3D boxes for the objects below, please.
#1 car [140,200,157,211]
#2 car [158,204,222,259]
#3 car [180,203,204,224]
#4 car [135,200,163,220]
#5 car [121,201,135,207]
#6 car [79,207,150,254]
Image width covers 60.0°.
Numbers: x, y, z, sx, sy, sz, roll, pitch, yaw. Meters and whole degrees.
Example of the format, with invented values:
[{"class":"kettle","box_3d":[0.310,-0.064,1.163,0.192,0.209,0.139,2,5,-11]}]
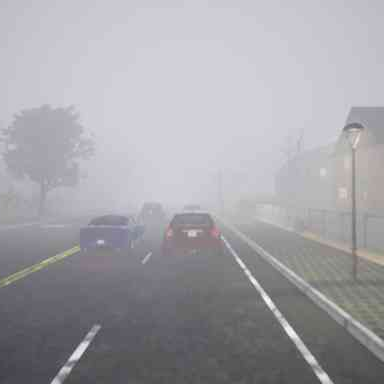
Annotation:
[{"class":"car","box_3d":[-6.525,2.037,50.828,1.882,1.535,5.008,0,-1,0]},{"class":"car","box_3d":[0.023,1.495,13.444,2.097,1.767,4.553,0,-1,0]},{"class":"car","box_3d":[0.029,1.793,29.265,1.882,1.535,5.008,0,0,0]},{"class":"car","box_3d":[-3.226,1.658,28.444,2.097,1.767,4.553,0,-1,0]},{"class":"car","box_3d":[-9.758,2.128,52.558,2.033,1.411,5.357,0,-1,0]},{"class":"car","box_3d":[-3.221,1.631,14.257,1.882,1.535,5.008,0,0,0]}]
